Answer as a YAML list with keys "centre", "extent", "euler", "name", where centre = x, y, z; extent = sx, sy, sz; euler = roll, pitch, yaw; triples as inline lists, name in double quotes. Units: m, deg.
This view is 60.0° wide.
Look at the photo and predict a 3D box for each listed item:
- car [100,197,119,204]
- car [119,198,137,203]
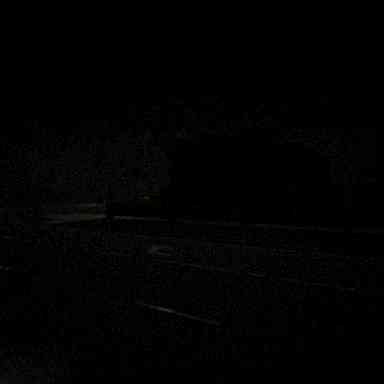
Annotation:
- centre: [-16.826, 1.734, 69.006]
  extent: [1.882, 1.535, 5.008]
  euler: [0, 0, 36]
  name: "car"
- centre: [-11.274, 1.822, 64.760]
  extent: [1.895, 1.301, 4.718]
  euler: [0, 0, 37]
  name: "car"
